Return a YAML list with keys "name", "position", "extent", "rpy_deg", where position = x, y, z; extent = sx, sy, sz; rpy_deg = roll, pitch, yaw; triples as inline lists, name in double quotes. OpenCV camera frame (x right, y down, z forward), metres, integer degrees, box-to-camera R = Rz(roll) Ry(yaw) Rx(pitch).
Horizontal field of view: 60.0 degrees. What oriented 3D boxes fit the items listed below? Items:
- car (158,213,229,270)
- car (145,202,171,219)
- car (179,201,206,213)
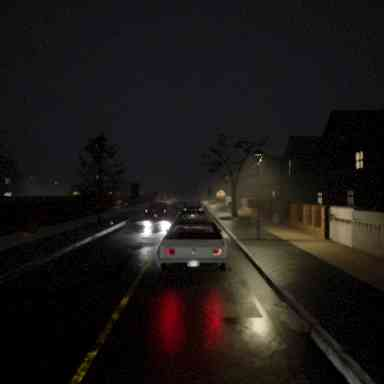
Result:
- name: "car"
  position: [0.058, 1.578, 10.884]
  extent: [1.895, 1.301, 4.718]
  rpy_deg: [0, 0, 0]
- name: "car"
  position: [-2.818, 1.552, 28.112]
  extent: [1.895, 1.301, 4.718]
  rpy_deg: [0, 0, 0]
- name: "car"
  position: [0.054, 1.445, 25.608]
  extent: [2.128, 1.511, 4.902]
  rpy_deg: [0, 0, 0]
